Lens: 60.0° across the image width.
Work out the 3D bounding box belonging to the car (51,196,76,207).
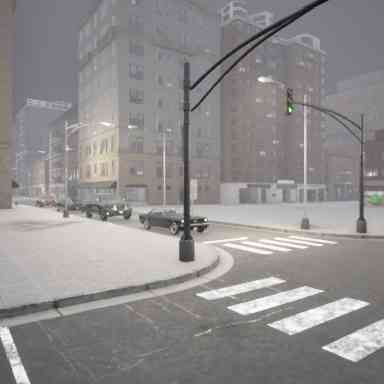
[{"bbox_3d":[-18.634,1.316,48.118,2.033,1.411,5.357,0,0,-36],"label":"car"}]

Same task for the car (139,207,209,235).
[{"bbox_3d":[-1.109,1.527,18.562,1.895,1.301,4.718,0,0,-36],"label":"car"}]

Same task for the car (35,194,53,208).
[{"bbox_3d":[-19.191,1.133,43.918,2.097,1.767,4.553,0,0,-35],"label":"car"}]

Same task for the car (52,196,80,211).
[{"bbox_3d":[-12.771,1.310,34.874,1.882,1.535,5.008,0,0,-36],"label":"car"}]

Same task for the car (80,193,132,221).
[{"bbox_3d":[-6.765,1.101,26.456,2.150,2.045,5.566,0,0,-36],"label":"car"}]
